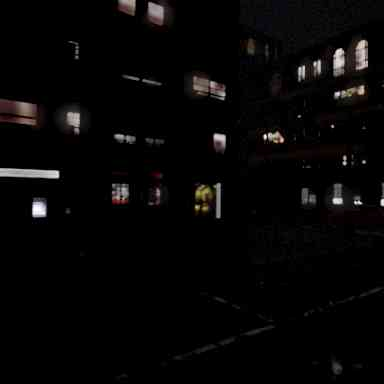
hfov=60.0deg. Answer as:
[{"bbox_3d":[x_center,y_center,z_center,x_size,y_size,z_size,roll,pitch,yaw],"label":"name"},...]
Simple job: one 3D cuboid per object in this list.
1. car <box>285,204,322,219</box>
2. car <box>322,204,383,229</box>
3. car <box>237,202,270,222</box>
[{"bbox_3d":[10.893,1.780,31.552,2.008,1.369,4.403,0,-1,-36],"label":"car"},{"bbox_3d":[11.409,1.591,21.546,1.882,1.535,5.008,1,-1,-36],"label":"car"},{"bbox_3d":[4.295,1.561,26.789,1.967,1.590,4.097,0,-1,-36],"label":"car"}]
